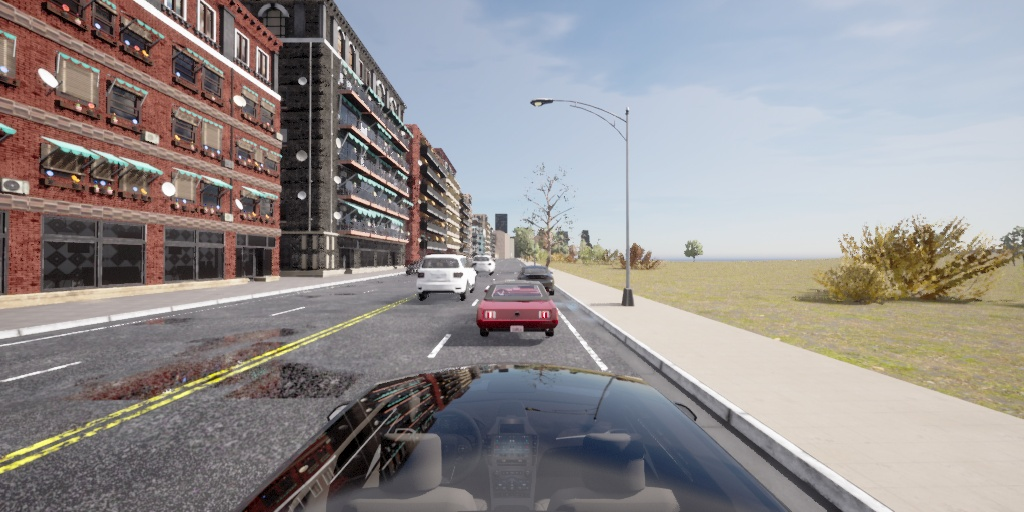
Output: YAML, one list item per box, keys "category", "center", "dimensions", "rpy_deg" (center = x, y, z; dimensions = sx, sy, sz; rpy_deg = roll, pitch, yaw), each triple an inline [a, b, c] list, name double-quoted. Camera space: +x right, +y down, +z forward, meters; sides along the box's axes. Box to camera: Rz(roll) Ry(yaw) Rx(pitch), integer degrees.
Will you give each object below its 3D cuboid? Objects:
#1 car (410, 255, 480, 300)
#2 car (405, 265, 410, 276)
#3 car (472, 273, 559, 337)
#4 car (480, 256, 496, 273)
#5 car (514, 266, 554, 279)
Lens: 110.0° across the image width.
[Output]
- category: "car"
  center: [-3.090, 0.974, 17.774]
  dimensions: [2.150, 2.045, 5.566]
  rpy_deg: [0, 0, 0]
- category: "car"
  center: [-9.710, 1.256, 37.627]
  dimensions: [1.837, 1.490, 4.892]
  rpy_deg: [0, 0, 0]
- category: "car"
  center: [0.131, 1.352, 10.277]
  dimensions: [1.895, 1.301, 4.718]
  rpy_deg: [0, 0, 0]
- category: "car"
  center: [-3.008, 0.975, 38.253]
  dimensions: [2.150, 2.045, 5.566]
  rpy_deg: [0, 0, 0]
- category: "car"
  center: [1.205, 1.257, 19.478]
  dimensions: [1.837, 1.490, 4.892]
  rpy_deg: [0, 0, 0]
